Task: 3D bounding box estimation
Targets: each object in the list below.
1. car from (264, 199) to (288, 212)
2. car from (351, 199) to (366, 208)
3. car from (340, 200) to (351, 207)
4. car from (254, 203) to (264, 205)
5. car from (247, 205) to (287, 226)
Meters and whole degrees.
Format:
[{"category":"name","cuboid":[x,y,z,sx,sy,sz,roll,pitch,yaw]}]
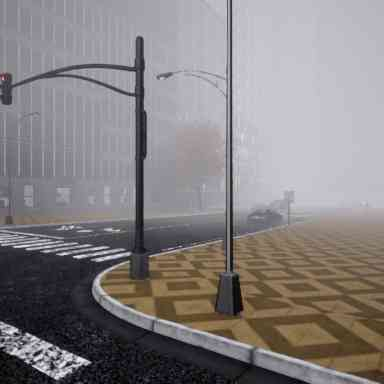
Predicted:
[{"category":"car","cuboid":[13.776,2.158,52.262,2.150,2.045,5.566,0,-1,33]},{"category":"car","cuboid":[42.288,3.147,84.351,1.882,1.535,5.008,0,-1,33]},{"category":"car","cuboid":[39.560,3.205,86.117,2.033,1.411,5.357,0,-1,33]},{"category":"car","cuboid":[11.061,2.497,54.048,1.994,1.385,4.181,0,-1,33]},{"category":"car","cuboid":[6.390,2.091,28.891,1.994,1.385,4.181,0,-1,33]}]
